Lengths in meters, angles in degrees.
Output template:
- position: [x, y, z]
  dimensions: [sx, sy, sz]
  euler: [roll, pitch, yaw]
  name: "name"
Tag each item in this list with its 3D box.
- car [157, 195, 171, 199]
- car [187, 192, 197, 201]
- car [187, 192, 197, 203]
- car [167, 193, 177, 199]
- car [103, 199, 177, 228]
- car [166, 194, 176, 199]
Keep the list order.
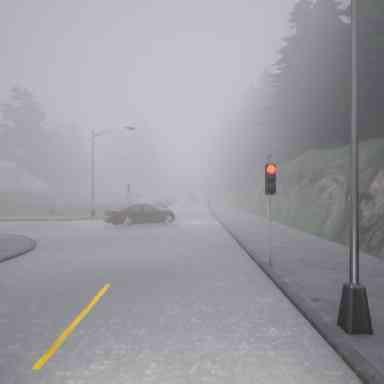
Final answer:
- position: [-4.103, 1.526, 43.481]
  dimensions: [1.812, 1.442, 4.674]
  euler: [0, 0, 0]
  name: "car"
- position: [-0.033, 1.108, 78.387]
  dimensions: [2.150, 2.045, 5.566]
  euler: [0, 0, 0]
  name: "car"
- position: [-0.028, 1.352, 68.291]
  dimensions: [2.097, 1.767, 4.553]
  euler: [0, 0, 0]
  name: "car"
- position: [-4.068, 1.221, 64.451]
  dimensions: [2.150, 2.045, 5.566]
  euler: [0, 0, 0]
  name: "car"
- position: [-3.481, 1.478, 22.512]
  dimensions: [5.008, 1.535, 1.882]
  euler: [0, 1, -38]
  name: "car"
- position: [-4.113, 1.477, 53.772]
  dimensions: [1.882, 1.535, 5.008]
  euler: [0, 0, 0]
  name: "car"
